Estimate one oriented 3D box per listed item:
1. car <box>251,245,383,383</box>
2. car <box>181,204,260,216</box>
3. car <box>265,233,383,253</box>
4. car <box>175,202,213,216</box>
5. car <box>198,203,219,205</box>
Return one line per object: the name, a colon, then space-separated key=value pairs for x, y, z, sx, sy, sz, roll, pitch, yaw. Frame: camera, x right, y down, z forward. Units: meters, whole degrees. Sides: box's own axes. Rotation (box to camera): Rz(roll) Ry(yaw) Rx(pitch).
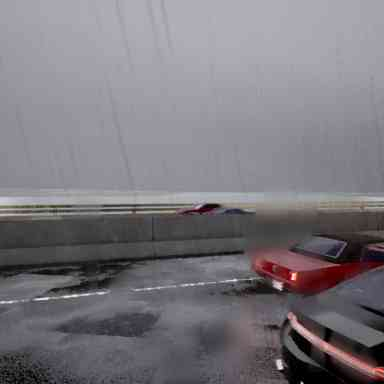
car: x=3.294 y=1.492 z=3.548 sx=4.902 sy=1.511 sz=2.128 roll=0 pitch=0 yaw=-19
car: x=1.836 y=1.564 z=18.068 sx=4.181 sy=1.385 sz=1.994 roll=0 pitch=0 yaw=-19
car: x=3.830 y=1.602 z=7.440 sx=4.718 sy=1.301 sz=1.895 roll=0 pitch=0 yaw=-19
car: x=1.032 y=1.526 z=25.197 sx=4.674 sy=1.442 sz=1.812 roll=0 pitch=0 yaw=-19
car: x=2.012 y=1.601 z=21.834 sx=4.718 sy=1.301 sz=1.895 roll=0 pitch=0 yaw=-19
